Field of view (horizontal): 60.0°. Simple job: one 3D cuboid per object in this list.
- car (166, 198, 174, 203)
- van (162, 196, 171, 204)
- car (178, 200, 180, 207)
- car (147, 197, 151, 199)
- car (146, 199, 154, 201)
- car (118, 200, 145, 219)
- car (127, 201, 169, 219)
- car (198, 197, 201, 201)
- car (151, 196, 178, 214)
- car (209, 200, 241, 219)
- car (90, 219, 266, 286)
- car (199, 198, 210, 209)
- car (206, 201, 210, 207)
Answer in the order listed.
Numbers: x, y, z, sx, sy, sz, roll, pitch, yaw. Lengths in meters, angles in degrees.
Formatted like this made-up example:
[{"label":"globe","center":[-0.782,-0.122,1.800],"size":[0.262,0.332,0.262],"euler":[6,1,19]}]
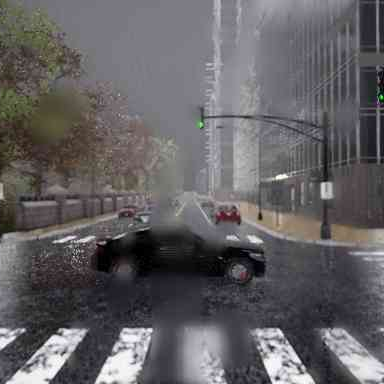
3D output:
[{"label":"car","center":[-5.899,2.215,88.302],"size":[1.802,1.307,4.206],"euler":[0,0,0]},{"label":"van","center":[-5.870,1.909,76.938],"size":[1.690,1.788,3.998],"euler":[0,0,0]},{"label":"car","center":[-3.144,1.972,58.830],"size":[1.837,1.490,4.892],"euler":[0,-1,0]},{"label":"car","center":[-5.803,1.693,48.523],"size":[2.192,1.841,5.009],"euler":[0,0,0]},{"label":"car","center":[-5.776,1.842,37.155],"size":[2.008,1.369,4.403],"euler":[0,0,0]},{"label":"car","center":[-5.762,1.791,31.472],"size":[1.887,1.381,4.507],"euler":[0,0,0]},{"label":"car","center":[-3.158,1.687,24.892],"size":[2.128,1.511,4.902],"euler":[0,0,0]},{"label":"car","center":[2.551,1.899,59.901],"size":[1.967,1.590,4.097],"euler":[0,0,0]},{"label":"car","center":[-3.193,1.528,39.861],"size":[2.150,2.045,5.566],"euler":[0,0,0]},{"label":"car","center":[2.633,1.642,25.816],"size":[1.967,1.590,4.097],"euler":[0,0,0]},{"label":"car","center":[-0.367,1.604,9.067],"size":[4.674,1.442,1.812],"euler":[0,0,1]},{"label":"car","center":[2.564,1.985,54.219],"size":[1.947,1.339,4.313],"euler":[0,0,0]},{"label":"car","center":[2.618,1.812,31.495],"size":[1.947,1.339,4.313],"euler":[0,0,0]}]
